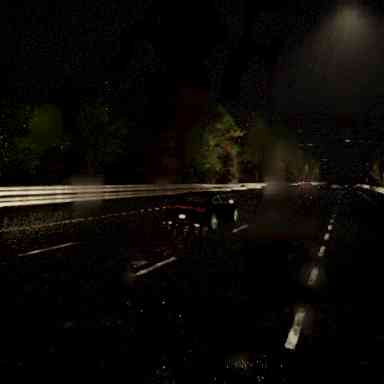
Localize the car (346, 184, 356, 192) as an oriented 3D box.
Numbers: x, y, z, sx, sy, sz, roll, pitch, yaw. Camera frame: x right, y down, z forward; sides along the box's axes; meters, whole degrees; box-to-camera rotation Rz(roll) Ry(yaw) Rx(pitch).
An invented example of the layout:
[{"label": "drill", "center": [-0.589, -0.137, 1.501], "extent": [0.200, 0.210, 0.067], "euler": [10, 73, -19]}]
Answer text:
[{"label": "car", "center": [37.485, -0.898, 78.300], "extent": [1.882, 1.535, 5.008], "euler": [3, 3, 25]}]

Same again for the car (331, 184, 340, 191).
[{"label": "car", "center": [34.309, -1.022, 79.766], "extent": [2.033, 1.411, 5.357], "euler": [3, 3, 25]}]

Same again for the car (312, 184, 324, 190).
[{"label": "car", "center": [31.137, -1.269, 81.227], "extent": [1.882, 1.535, 5.008], "euler": [3, 3, 25]}]

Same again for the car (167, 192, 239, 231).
[{"label": "car", "center": [0.675, 0.745, 15.195], "extent": [1.882, 1.535, 5.008], "euler": [3, 3, 25]}]

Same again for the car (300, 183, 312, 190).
[{"label": "car", "center": [27.963, -1.455, 82.691], "extent": [1.882, 1.535, 5.008], "euler": [3, 3, 25]}]
